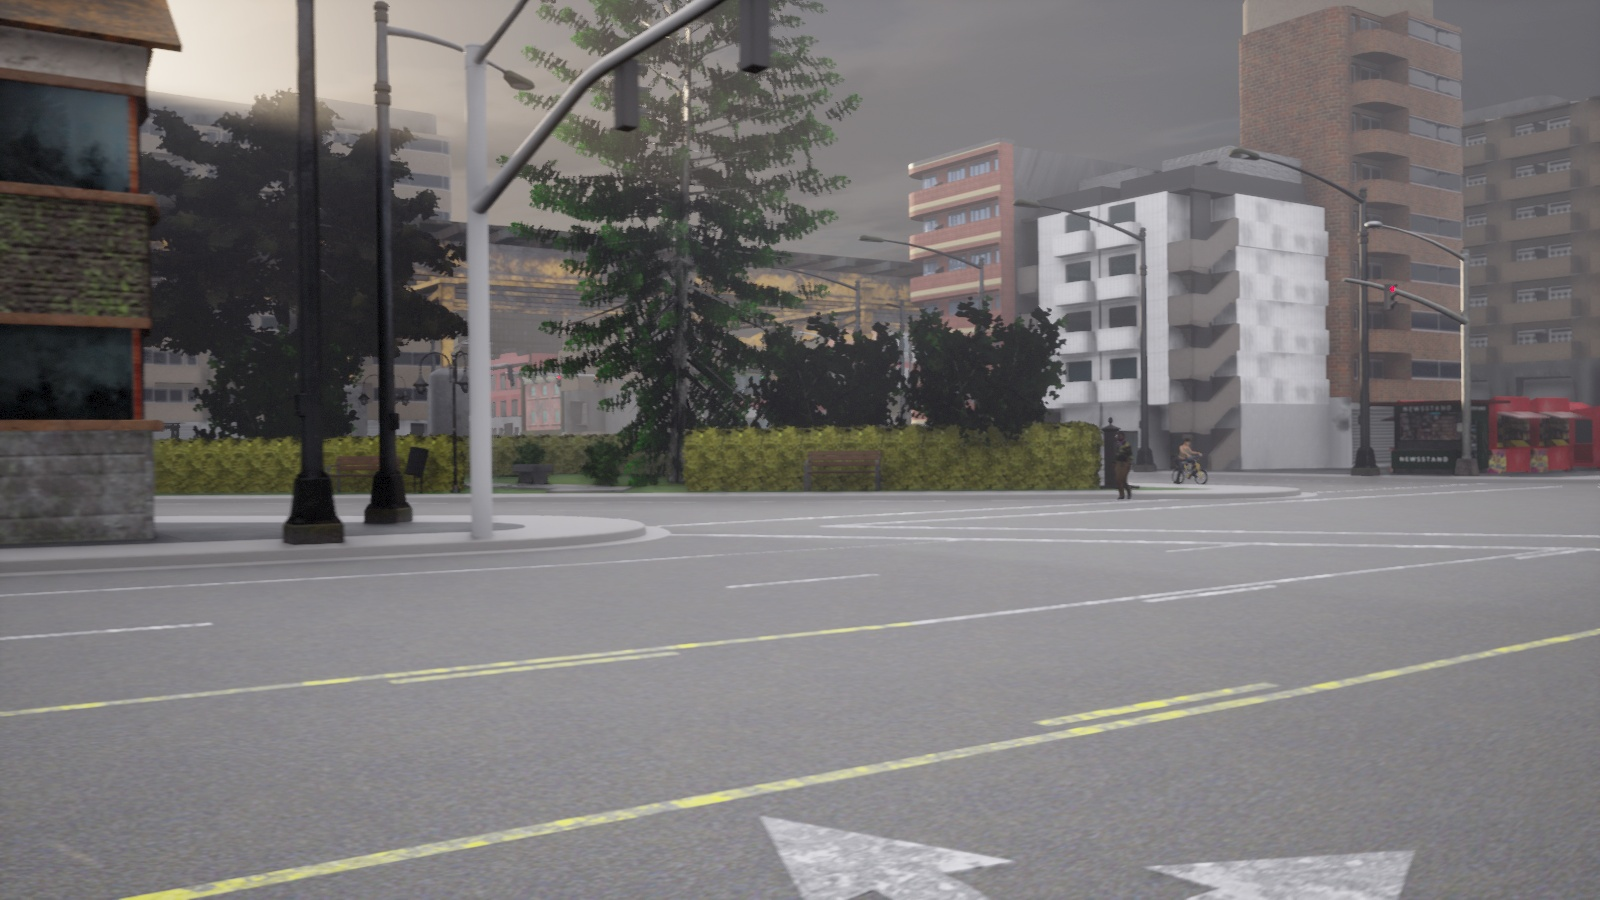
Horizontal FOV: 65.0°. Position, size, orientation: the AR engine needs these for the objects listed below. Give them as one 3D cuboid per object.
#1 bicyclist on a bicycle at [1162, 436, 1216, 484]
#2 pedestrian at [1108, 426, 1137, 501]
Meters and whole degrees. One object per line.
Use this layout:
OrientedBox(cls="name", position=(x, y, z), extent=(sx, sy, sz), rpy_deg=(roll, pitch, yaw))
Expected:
OrientedBox(cls="bicyclist on a bicycle", position=(13.217, 0.335, 42.696), extent=(0.866, 1.612, 1.509), rpy_deg=(-1, 1, -34))
OrientedBox(cls="pedestrian", position=(8.466, 0.354, 32.925), extent=(0.692, 1.930, 0.395), rpy_deg=(-1, 1, -42))
